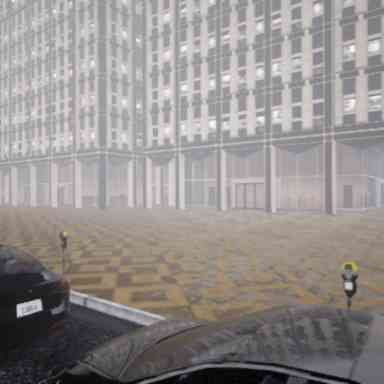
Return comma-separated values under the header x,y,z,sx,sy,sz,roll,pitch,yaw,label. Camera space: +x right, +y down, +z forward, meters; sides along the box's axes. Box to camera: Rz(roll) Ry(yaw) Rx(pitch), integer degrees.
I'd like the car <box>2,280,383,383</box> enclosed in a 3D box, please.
x,y,z,sx,sy,sz,roll,pitch,yaw,label
0.742,1.567,2.346,4.313,1.339,1.947,0,0,36,car

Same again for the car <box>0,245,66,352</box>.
x,y,z,sx,sy,sz,roll,pitch,yaw,label
-3.842,1.574,5.619,4.313,1.339,1.947,0,0,36,car
